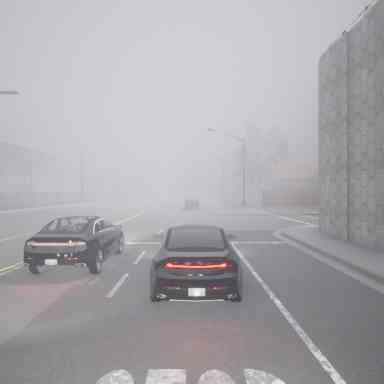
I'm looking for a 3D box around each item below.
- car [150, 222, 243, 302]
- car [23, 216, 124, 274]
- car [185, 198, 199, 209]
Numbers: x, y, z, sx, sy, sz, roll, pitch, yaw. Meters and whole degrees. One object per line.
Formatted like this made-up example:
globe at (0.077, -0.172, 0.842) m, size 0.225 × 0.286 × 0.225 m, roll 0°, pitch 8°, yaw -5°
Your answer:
car at (0.078, 1.505, 8.241) m, size 1.837 × 1.490 × 4.892 m, roll 0°, pitch 0°, yaw 0°
car at (-3.430, 1.492, 10.509) m, size 2.128 × 1.511 × 4.902 m, roll 0°, pitch 0°, yaw 0°
car at (-0.026, 1.491, 44.224) m, size 2.128 × 1.511 × 4.902 m, roll 0°, pitch 0°, yaw 0°
